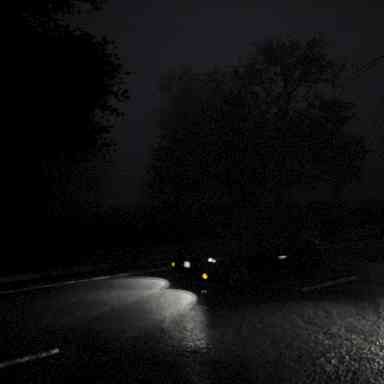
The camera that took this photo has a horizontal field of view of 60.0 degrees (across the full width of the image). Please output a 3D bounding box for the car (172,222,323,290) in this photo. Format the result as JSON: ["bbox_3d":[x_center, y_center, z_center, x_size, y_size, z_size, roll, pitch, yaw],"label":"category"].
[{"bbox_3d":[1.573,1.534,8.982,4.181,1.385,1.994,0,0,-32],"label":"car"}]
